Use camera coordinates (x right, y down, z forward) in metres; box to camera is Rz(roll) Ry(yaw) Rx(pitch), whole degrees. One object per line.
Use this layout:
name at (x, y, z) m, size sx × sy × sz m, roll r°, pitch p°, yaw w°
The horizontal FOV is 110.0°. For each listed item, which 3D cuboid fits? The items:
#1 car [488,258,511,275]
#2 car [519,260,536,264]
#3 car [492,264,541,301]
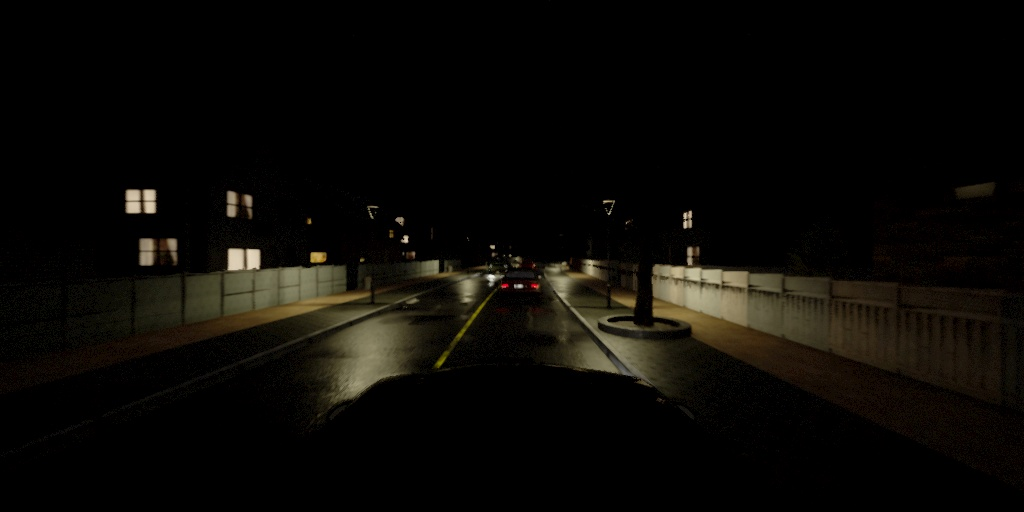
car at (-1.233, 1.012, 38.133) m, size 2.097 × 1.767 × 4.553 m, roll 0°, pitch 0°, yaw 5°
car at (1.637, 1.190, 37.843) m, size 1.812 × 1.442 × 4.674 m, roll 0°, pitch 0°, yaw 4°
car at (0.409, 1.261, 16.990) m, size 2.033 × 1.411 × 5.357 m, roll 0°, pitch 0°, yaw 2°
